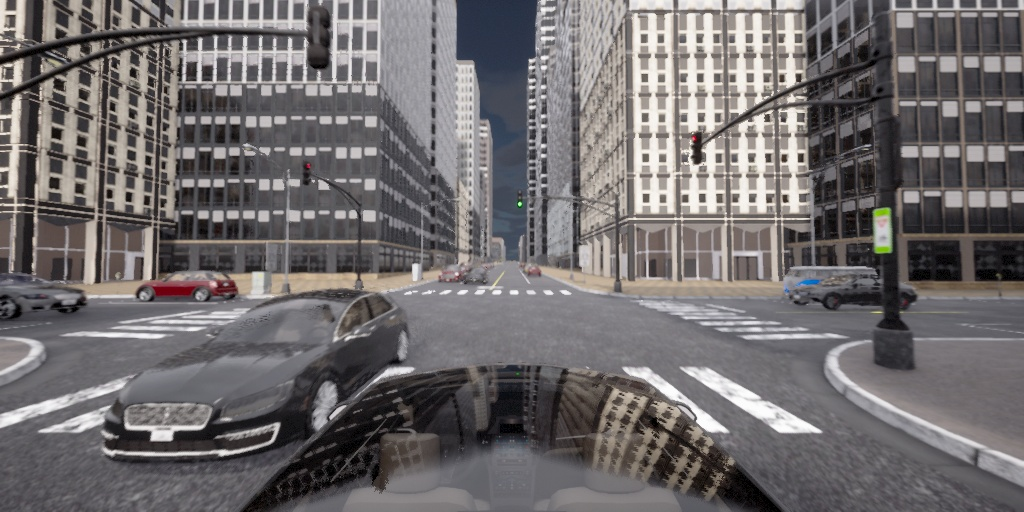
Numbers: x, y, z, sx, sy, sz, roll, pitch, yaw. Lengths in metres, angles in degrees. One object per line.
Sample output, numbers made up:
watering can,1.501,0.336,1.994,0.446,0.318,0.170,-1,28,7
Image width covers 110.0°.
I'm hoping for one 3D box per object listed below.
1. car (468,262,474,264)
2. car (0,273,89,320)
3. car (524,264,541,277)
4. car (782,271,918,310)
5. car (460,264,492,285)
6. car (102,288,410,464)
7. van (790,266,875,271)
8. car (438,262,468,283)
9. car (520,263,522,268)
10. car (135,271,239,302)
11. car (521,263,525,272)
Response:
car,-5.632,1.642,44.780,2.192,1.841,5.009,0,0,0
car,-17.789,1.335,12.450,4.902,1.511,2.128,0,-2,0
car,2.749,1.907,44.830,1.802,1.307,4.207,0,0,0
car,14.661,1.515,15.530,4.674,1.442,1.812,0,-2,0
car,-2.962,1.669,30.386,1.837,1.490,4.892,0,0,0
car,-2.995,1.317,5.503,1.837,1.490,4.892,0,-1,0
van,16.004,1.416,18.091,3.998,1.789,1.690,0,0,0
car,-5.647,1.618,33.630,1.967,1.591,4.097,0,0,0
car,2.772,2.114,61.562,1.948,1.339,4.313,0,0,0
car,-16.470,1.473,18.209,4.097,1.591,1.967,0,0,0
car,2.765,2.000,56.155,1.751,1.417,4.829,0,0,0
